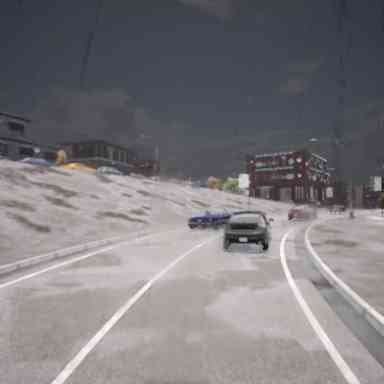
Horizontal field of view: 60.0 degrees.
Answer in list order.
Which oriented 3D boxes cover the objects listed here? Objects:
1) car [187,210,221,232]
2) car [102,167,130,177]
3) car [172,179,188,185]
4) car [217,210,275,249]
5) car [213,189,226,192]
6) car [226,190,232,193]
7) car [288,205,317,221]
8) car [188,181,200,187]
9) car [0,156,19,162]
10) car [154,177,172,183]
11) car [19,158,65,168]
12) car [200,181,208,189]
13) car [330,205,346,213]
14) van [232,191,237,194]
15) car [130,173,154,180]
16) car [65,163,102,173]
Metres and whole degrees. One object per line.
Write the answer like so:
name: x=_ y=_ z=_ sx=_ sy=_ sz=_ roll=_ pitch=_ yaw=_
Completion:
car: x=1.332 y=1.875 z=22.631 sx=1.895 sy=1.301 sz=4.718 roll=-1 pitch=-1 yaw=23
car: x=-11.538 y=-2.653 z=47.193 sx=2.185 sy=1.767 sz=4.553 roll=-2 pitch=-4 yaw=32
car: x=-3.362 y=-1.600 z=61.679 sx=2.231 sy=1.521 sz=4.892 roll=-1 pitch=-4 yaw=28
car: x=2.614 y=1.622 z=15.166 sx=1.837 sy=1.490 sz=4.892 roll=-1 pitch=-1 yaw=15
car: x=6.096 y=-0.073 z=81.799 sx=2.002 sy=1.452 sz=4.674 roll=-1 pitch=-5 yaw=23
car: x=8.190 y=0.358 z=86.912 sx=2.002 sy=1.452 sz=4.674 roll=-1 pitch=-5 yaw=22
car: x=10.621 y=1.966 z=31.869 sx=1.812 sy=1.442 sz=4.674 roll=-2 pitch=-2 yaw=33
car: x=-0.813 y=-1.387 z=66.702 sx=2.185 sy=1.767 sz=4.553 roll=-1 pitch=-4 yaw=27
car: x=-20.609 y=-3.416 z=33.288 sx=2.231 sy=1.521 sz=4.892 roll=-2 pitch=-4 yaw=35
car: x=-5.922 y=-1.867 z=56.907 sx=2.002 sy=1.452 sz=4.674 roll=-2 pitch=-4 yaw=29
car: x=-17.482 y=-3.087 z=37.860 sx=2.002 sy=1.452 sz=4.674 roll=-2 pitch=-4 yaw=34
car: x=1.633 y=-1.151 z=71.747 sx=2.435 sy=2.045 sz=5.566 roll=-1 pitch=-4 yaw=26
car: x=25.576 y=2.996 z=58.350 sx=2.128 sy=1.511 sz=4.902 roll=-2 pitch=-3 yaw=37
van: x=10.259 y=0.559 z=92.196 sx=1.878 sy=1.987 sz=4.442 roll=-1 pitch=-5 yaw=21
car: x=-8.632 y=-2.183 z=52.109 sx=2.163 sy=1.488 sz=4.792 roll=-2 pitch=-4 yaw=30
car: x=-14.454 y=-2.828 z=42.502 sx=2.097 sy=1.535 sz=5.008 roll=-2 pitch=-4 yaw=33
